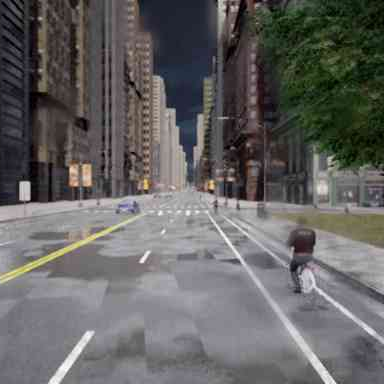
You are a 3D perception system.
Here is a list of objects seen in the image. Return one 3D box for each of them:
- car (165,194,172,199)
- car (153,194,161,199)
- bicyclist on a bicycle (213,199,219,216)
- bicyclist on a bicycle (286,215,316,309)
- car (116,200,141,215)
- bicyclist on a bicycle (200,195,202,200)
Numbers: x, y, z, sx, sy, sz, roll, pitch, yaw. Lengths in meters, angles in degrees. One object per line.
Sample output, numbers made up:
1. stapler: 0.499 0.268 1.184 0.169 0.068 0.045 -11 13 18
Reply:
1. car: -6.464 1.150 92.516 2.033 1.411 5.357 0 0 0
2. car: -9.714 1.163 92.517 1.994 1.385 4.181 0 0 0
3. bicyclist on a bicycle: 2.263 1.452 31.447 0.582 1.620 1.656 0 0 0
4. bicyclist on a bicycle: 2.245 1.364 6.995 0.659 1.776 1.843 0 0 0
5. car: -6.505 1.527 34.215 1.812 1.442 4.674 0 0 0
6. bicyclist on a bicycle: 2.283 1.453 85.509 0.582 1.620 1.656 0 0 0
